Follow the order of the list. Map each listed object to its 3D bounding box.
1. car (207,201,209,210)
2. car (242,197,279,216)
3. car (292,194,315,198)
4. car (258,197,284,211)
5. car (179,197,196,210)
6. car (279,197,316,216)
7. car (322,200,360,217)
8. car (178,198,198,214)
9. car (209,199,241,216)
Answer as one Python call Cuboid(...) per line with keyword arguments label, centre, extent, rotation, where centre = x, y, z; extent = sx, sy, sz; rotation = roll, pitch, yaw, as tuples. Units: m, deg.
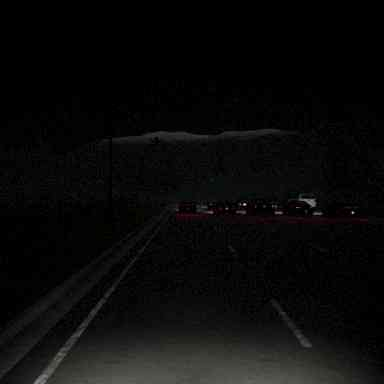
Cuboid(label="car", centre=(2.937, 1.595, 43.313), extent=(1.895, 1.301, 4.718), rotation=(0, 0, -1))
Cuboid(label="car", centre=(6.605, 1.348, 32.658), extent=(2.097, 1.767, 4.553), rotation=(0, 0, -1))
Cuboid(label="car", centre=(13.478, 1.216, 41.192), extent=(2.150, 2.045, 5.566), rotation=(0, 0, -1))
Cuboid(label="car", centre=(9.957, 1.486, 42.212), extent=(2.128, 1.511, 4.902), rotation=(0, 0, -1))
Cuboid(label="car", centre=(-0.589, 1.485, 44.969), extent=(2.128, 1.511, 4.902), rotation=(0, 0, -1))
Cuboid(label="car", centre=(10.117, 1.521, 31.924), extent=(1.812, 1.442, 4.674), rotation=(0, 0, -1))
Cuboid(label="car", centre=(13.638, 1.501, 30.706), extent=(1.837, 1.490, 4.892), rotation=(0, 0, -1))
Cuboid(label="car", centre=(-0.438, 1.487, 35.556), extent=(2.128, 1.511, 4.902), rotation=(0, 0, -1))
Cuboid(label="car", centre=(3.110, 1.543, 32.579), extent=(2.033, 1.411, 5.357), rotation=(0, 0, -1))
